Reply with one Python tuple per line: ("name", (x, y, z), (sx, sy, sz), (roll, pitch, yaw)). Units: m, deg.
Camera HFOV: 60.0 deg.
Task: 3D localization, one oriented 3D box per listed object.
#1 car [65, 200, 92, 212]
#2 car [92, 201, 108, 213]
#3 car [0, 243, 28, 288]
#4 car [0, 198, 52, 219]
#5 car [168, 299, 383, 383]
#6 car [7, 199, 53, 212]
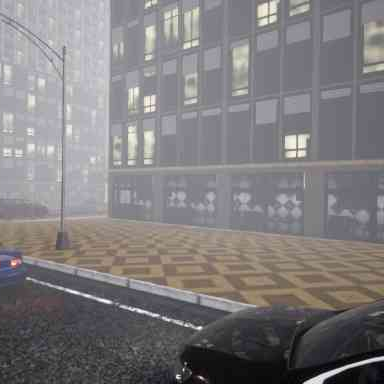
("car", (-14.019, 1.754, 43.452), (2.033, 1.411, 5.357), (1, 0, 37))
("car", (-9.254, 1.828, 40.169), (1.752, 1.417, 4.829), (1, 0, 37))
("car", (-6.115, 1.543, 8.065), (5.357, 1.411, 2.033), (0, 0, 36))
("car", (-16.069, 1.517, 30.971), (2.192, 1.841, 5.009), (1, 0, 37))
("car", (2.030, 1.505, 2.233), (4.892, 1.490, 1.837), (0, 0, 35))
("car", (-19.549, 1.640, 40.352), (1.752, 1.417, 4.829), (1, 0, 37))
